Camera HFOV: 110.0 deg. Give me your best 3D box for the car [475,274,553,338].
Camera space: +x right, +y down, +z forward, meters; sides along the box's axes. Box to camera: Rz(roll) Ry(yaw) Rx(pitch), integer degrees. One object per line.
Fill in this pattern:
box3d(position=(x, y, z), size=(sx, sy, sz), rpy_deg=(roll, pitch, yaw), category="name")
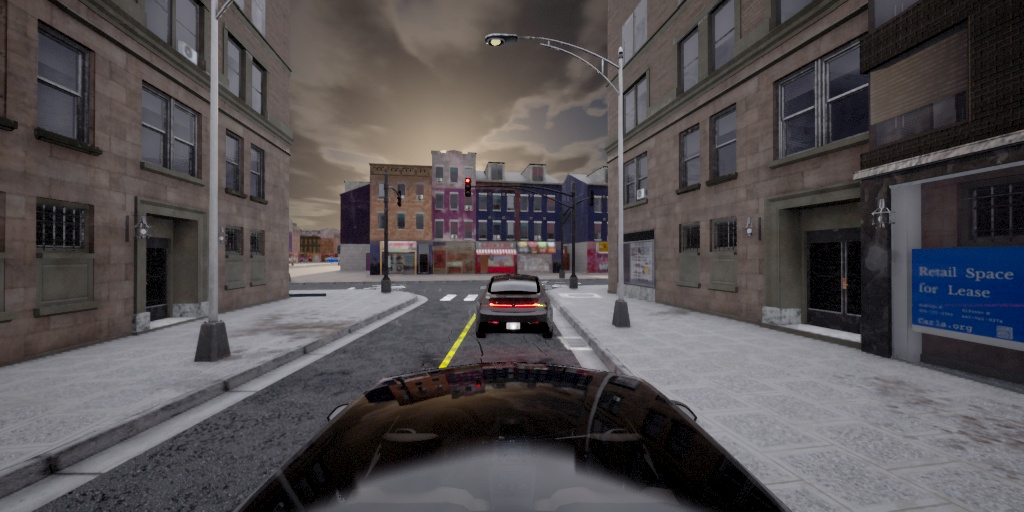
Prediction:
box3d(position=(0.098, 1.255, 10.136), size=(1.837, 1.490, 4.892), rpy_deg=(0, 0, 2), category="car")
